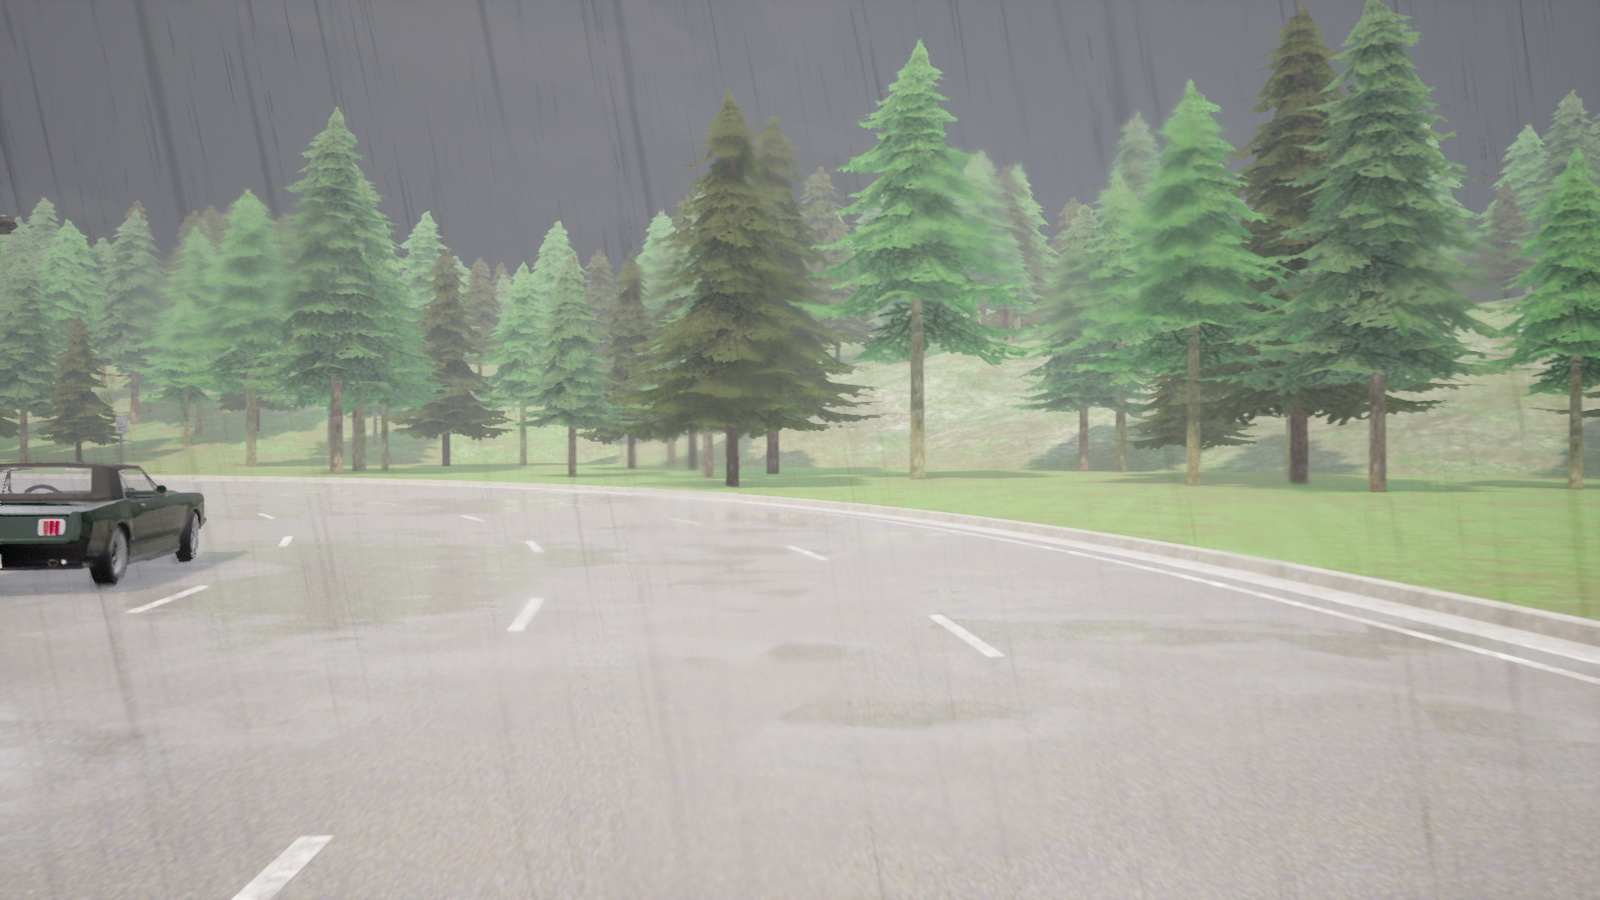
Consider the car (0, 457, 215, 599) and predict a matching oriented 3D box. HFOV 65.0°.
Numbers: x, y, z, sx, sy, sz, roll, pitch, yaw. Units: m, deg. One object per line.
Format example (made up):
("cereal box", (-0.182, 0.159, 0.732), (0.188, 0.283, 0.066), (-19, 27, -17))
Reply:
("car", (-8.291, 0.763, 14.300), (1.895, 1.301, 4.718), (0, 0, -11))
